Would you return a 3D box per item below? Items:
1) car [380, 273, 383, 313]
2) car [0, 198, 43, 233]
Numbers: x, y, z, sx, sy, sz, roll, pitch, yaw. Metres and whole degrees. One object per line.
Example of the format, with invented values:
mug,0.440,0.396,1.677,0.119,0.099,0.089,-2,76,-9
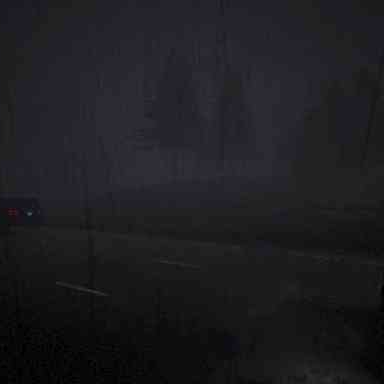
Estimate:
car,5.388,1.464,4.449,5.008,1.535,1.882,0,0,35
car,-11.617,1.369,20.874,5.566,2.045,2.150,0,0,35
